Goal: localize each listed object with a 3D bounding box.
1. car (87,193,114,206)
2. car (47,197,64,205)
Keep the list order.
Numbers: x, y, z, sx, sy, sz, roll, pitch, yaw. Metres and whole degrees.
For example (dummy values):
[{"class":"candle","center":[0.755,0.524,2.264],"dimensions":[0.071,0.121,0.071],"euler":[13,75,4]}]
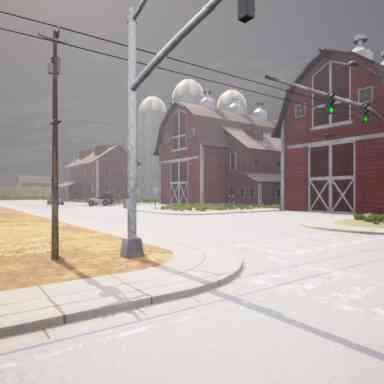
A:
[{"class":"car","center":[-13.797,1.117,50.595],"dimensions":[3.866,1.878,1.905],"euler":[-2,5,11]},{"class":"car","center":[-23.266,1.536,56.583],"dimensions":[1.994,1.385,4.181],"euler":[0,0,-36]}]
